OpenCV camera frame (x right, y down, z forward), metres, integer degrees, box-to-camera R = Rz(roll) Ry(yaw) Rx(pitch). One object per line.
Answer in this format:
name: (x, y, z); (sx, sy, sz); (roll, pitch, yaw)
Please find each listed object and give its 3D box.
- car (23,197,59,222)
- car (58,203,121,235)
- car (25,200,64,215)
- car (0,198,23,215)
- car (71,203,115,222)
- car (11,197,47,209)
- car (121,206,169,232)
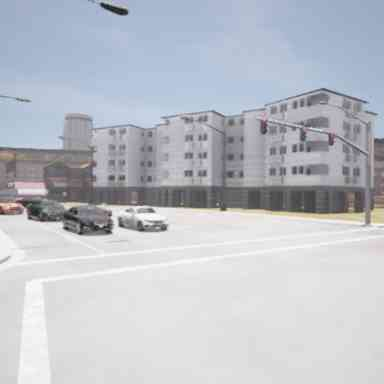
car: (-11.685, 1.409, 27.045); (2.097, 1.767, 4.553); (1, -1, -42)
car: (-6.214, 1.581, 19.659); (1.837, 1.490, 4.892); (1, -1, -35)
car: (-15.914, 1.629, 35.773); (4.181, 1.385, 1.994); (0, -1, 37)
car: (-19.099, 1.360, 33.839); (4.553, 1.767, 2.097); (0, -1, 34)
car: (-8.674, 1.712, 28.911); (1.895, 1.301, 4.718); (1, -1, -40)
car: (-23.610, 1.531, 48.186); (5.008, 1.535, 1.882); (1, 0, 22)
car: (-3.269, 1.656, 21.580); (1.812, 1.442, 4.674); (1, -1, -36)
